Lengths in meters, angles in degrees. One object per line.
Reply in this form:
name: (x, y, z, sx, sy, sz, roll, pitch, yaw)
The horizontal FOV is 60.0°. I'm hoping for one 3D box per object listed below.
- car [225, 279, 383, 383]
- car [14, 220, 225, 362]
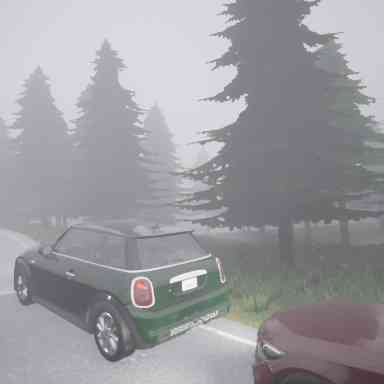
car: (2.768, 1.532, 2.584, 4.674, 1.442, 1.812, 1, 0, 36)
car: (-1.566, 1.309, 6.198, 4.553, 1.767, 2.097, 1, 1, 44)
